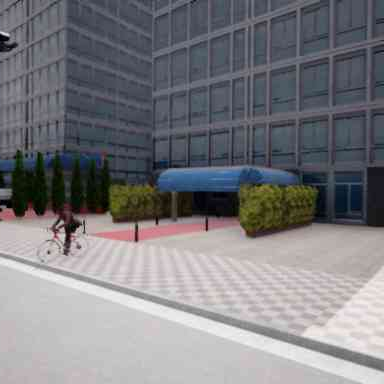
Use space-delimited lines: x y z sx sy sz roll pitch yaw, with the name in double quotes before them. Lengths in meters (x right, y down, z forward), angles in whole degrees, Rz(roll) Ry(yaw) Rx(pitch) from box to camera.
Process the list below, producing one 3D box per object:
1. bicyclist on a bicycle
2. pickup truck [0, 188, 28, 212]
"bicyclist on a bicycle" -3.723 1.211 9.744 0.582 1.620 1.656 1 1 38
"pickup truck" -15.307 0.751 27.933 2.390 2.098 6.274 0 0 -22
